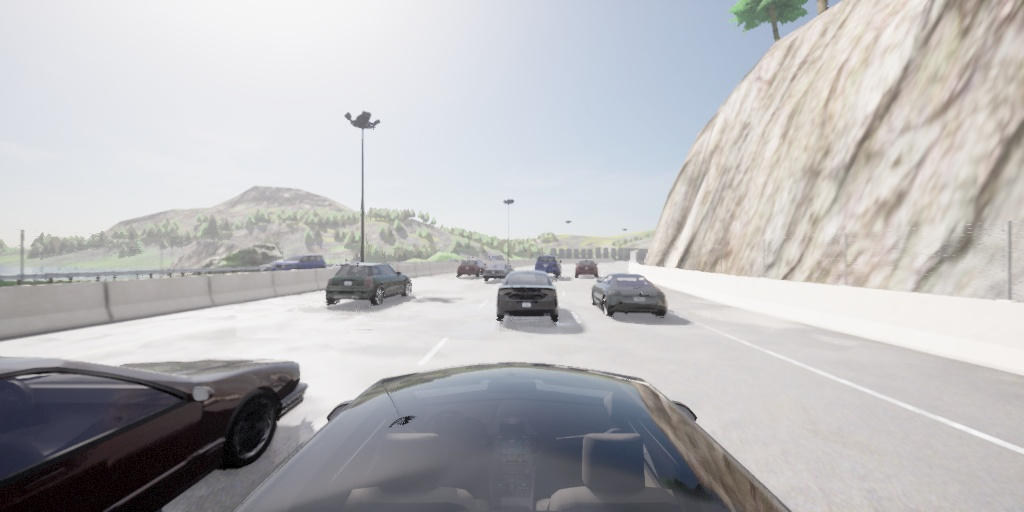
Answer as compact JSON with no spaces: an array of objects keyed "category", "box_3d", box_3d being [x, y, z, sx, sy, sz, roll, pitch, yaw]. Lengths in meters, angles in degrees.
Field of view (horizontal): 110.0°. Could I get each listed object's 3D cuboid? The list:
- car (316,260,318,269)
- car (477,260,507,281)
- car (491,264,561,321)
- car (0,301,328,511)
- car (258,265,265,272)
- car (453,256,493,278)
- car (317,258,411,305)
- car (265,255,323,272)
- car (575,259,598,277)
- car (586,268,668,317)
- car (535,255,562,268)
[{"category":"car","box_3d":[-17.518,1.261,36.940,1.994,1.385,4.181,0,0,11]},{"category":"car","box_3d":[-0.979,1.287,29.340,2.033,1.411,5.357,0,0,10]},{"category":"car","box_3d":[0.573,1.226,12.582,1.882,1.535,5.008,0,0,4]},{"category":"car","box_3d":[-3.365,1.289,1.795,2.033,1.411,5.357,0,0,0]},{"category":"car","box_3d":[-24.403,1.172,38.159,2.128,1.511,4.902,0,0,11]},{"category":"car","box_3d":[-3.614,1.083,34.147,2.097,1.767,4.553,0,0,11]},{"category":"car","box_3d":[-6.161,1.083,15.972,2.097,1.767,4.553,0,0,5]},{"category":"car","box_3d":[-21.269,0.908,36.063,2.150,2.045,5.566,0,0,11]},{"category":"car","box_3d":[7.222,1.109,34.746,2.097,1.767,4.553,0,0,12]},{"category":"car","box_3d":[4.134,1.320,13.252,1.994,1.385,4.181,0,0,4]},{"category":"car","box_3d":[3.474,0.970,34.074,2.150,2.045,5.566,0,0,11]}]
